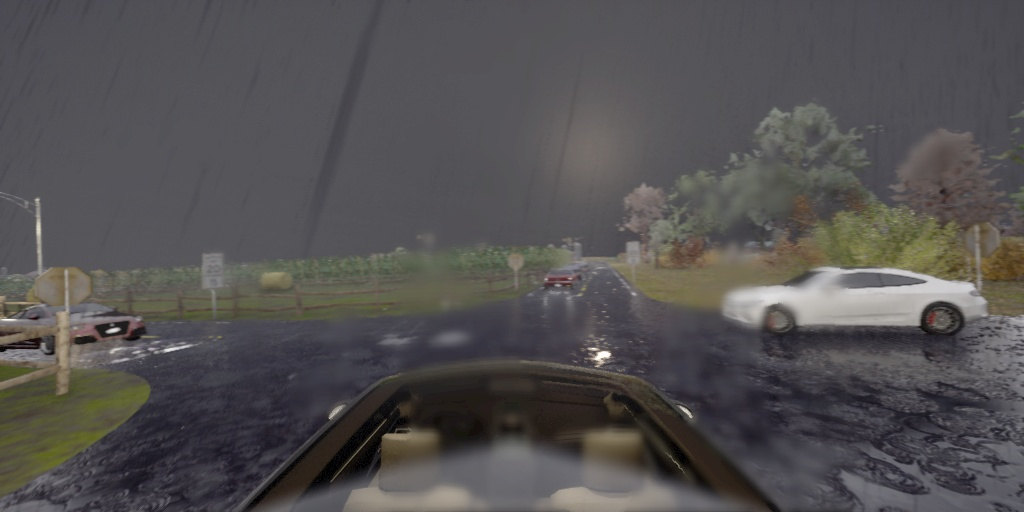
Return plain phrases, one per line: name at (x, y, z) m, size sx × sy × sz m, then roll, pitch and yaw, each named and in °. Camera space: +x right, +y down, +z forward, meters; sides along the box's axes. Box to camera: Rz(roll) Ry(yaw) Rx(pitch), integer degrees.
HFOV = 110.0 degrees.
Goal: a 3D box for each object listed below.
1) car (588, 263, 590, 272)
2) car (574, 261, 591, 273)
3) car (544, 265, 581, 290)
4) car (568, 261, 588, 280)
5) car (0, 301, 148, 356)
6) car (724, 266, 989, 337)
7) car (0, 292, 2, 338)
car at (7.921, 1.530, 42.427) m, size 1.994 × 1.385 × 4.181 m, roll -2°, pitch -1°, yaw 14°
car at (10.174, 1.496, 51.301) m, size 2.128 × 1.511 × 4.902 m, roll -2°, pitch -1°, yaw 14°
car at (3.355, 1.497, 24.130) m, size 1.895 × 1.301 × 4.718 m, roll -2°, pitch -1°, yaw 14°
car at (5.687, 1.478, 33.496) m, size 2.033 × 1.411 × 5.357 m, roll -2°, pitch -1°, yaw 14°
car at (-13.785, 2.139, 11.151) m, size 4.181 × 1.385 × 1.994 m, roll -3°, pitch -1°, yaw 14°
car at (7.659, 0.985, 8.429) m, size 4.674 × 1.442 × 1.812 m, roll -3°, pitch -1°, yaw 15°
car at (-22.167, 2.383, 13.418) m, size 4.553 × 1.767 × 2.097 m, roll -3°, pitch -1°, yaw 15°
